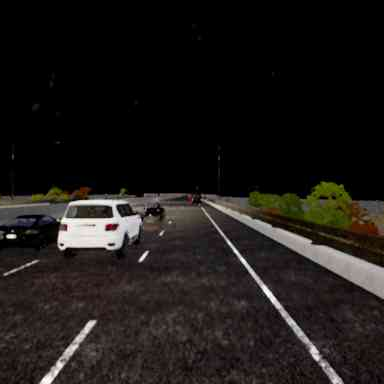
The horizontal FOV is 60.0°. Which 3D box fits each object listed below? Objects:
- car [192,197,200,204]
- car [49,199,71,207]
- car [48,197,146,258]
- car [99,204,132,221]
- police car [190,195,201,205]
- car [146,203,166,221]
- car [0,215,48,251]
[{"bbox_3d":[1.004,2.106,81.177,1.801,1.575,5.366,0,0,0],"label":"car"},{"bbox_3d":[-24.537,2.044,62.013,2.033,1.411,5.357,0,0,0],"label":"car"},{"bbox_3d":[-3.408,1.330,13.354,2.150,2.045,5.566,0,0,0],"label":"car"},{"bbox_3d":[-6.918,1.810,30.533,1.994,1.385,4.181,0,0,0],"label":"car"},{"bbox_3d":[1.009,1.996,71.098,1.930,1.638,5.238,0,0,0],"label":"police car"},{"bbox_3d":[-3.418,1.733,29.875,2.128,1.511,4.902,0,0,0],"label":"car"},{"bbox_3d":[-6.909,1.683,14.725,1.994,1.385,4.181,0,0,0],"label":"car"}]
